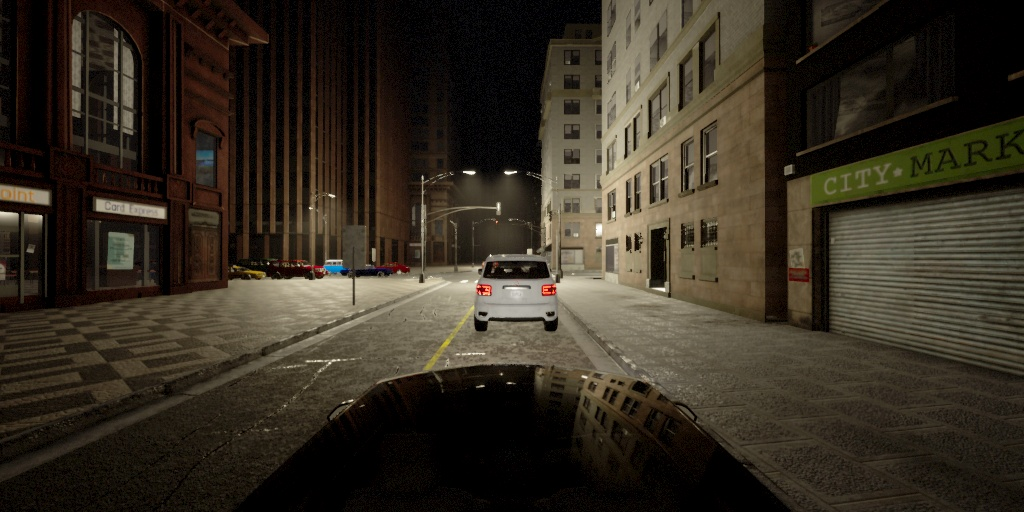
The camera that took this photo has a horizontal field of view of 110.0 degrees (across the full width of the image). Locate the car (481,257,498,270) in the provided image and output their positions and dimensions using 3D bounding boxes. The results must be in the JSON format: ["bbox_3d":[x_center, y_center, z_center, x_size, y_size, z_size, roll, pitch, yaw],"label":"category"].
[{"bbox_3d":[-3.132,1.097,51.784,2.097,1.767,4.553,0,0,1],"label":"car"}]

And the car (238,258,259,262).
[{"bbox_3d":[-24.124,1.247,35.325,5.566,2.045,2.150,-1,0,-1],"label":"car"}]

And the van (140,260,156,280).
[{"bbox_3d":[-30.883,1.436,32.782,3.998,1.789,1.690,0,0,0],"label":"van"}]

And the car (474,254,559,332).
[{"bbox_3d":[0.096,0.974,11.067,2.150,2.045,5.566,0,0,0],"label":"car"}]

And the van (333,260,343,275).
[{"bbox_3d":[-19.617,1.341,41.272,3.998,1.789,1.690,0,0,0],"label":"van"}]

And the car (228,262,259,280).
[{"bbox_3d":[-25.089,1.552,32.763,4.829,1.417,1.751,0,0,0],"label":"car"}]

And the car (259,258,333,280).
[{"bbox_3d":[-19.635,1.274,32.746,5.009,1.841,2.192,0,0,0],"label":"car"}]

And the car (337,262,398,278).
[{"bbox_3d":[-14.159,1.506,35.300,4.718,1.301,1.895,-1,0,0],"label":"car"}]

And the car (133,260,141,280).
[{"bbox_3d":[-34.480,1.373,35.377,5.566,2.045,2.150,-1,0,0],"label":"car"}]

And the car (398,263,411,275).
[{"bbox_3d":[-13.993,1.477,41.254,4.507,1.381,1.888,0,0,0],"label":"car"}]

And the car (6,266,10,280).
[{"bbox_3d":[-47.756,1.850,32.835,4.403,1.370,2.007,0,0,0],"label":"car"}]
